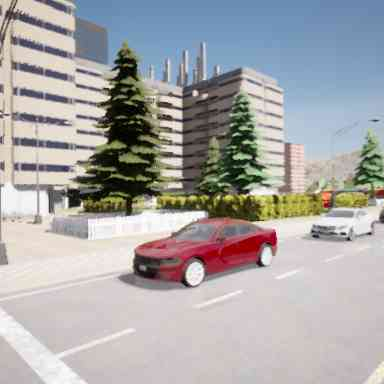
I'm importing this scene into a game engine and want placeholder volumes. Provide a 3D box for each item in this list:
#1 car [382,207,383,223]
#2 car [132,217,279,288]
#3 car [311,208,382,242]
[{"bbox_3d":[15.173,1.431,24.100,4.902,1.511,2.128,-1,-1,-44],"label":"car"},{"bbox_3d":[0.600,1.546,9.775,5.008,1.535,1.882,-1,-1,-44],"label":"car"},{"bbox_3d":[7.727,1.531,16.766,4.674,1.442,1.812,0,-1,-45],"label":"car"}]
